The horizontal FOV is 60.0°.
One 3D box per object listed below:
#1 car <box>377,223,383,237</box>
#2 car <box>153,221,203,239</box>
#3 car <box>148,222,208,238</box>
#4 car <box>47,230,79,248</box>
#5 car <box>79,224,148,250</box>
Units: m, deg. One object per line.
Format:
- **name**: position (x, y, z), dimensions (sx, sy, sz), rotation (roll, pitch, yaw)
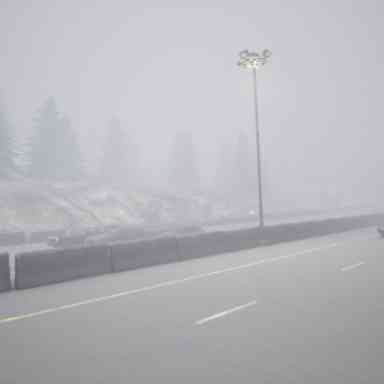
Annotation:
- **car**: position (14.594, 2.399, 23.068), dimensions (4.718, 1.301, 1.895), rotation (1, -5, -44)
- **car**: position (-1.292, 3.628, 32.230), dimensions (4.718, 1.301, 1.895), rotation (0, -4, -43)
- **car**: position (-0.595, 3.035, 23.156), dimensions (4.181, 1.385, 1.994), rotation (1, -5, -44)
- **car**: position (-8.465, 3.532, 25.406), dimensions (4.718, 1.301, 1.895), rotation (1, -5, -44)
- **car**: position (-4.950, 3.245, 23.943), dimensions (5.357, 1.411, 2.033), rotation (1, -5, -44)
